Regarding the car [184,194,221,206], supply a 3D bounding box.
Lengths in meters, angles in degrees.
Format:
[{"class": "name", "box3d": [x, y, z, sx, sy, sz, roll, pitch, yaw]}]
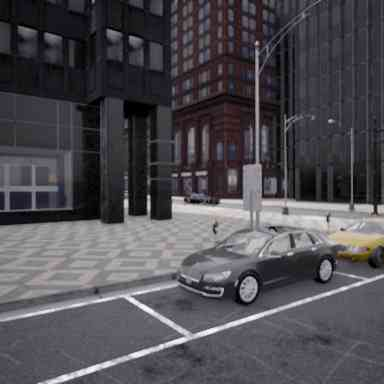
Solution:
[{"class": "car", "box3d": [1.107, 0.926, 37.707, 1.895, 1.301, 4.718, 0, 1, -36]}]

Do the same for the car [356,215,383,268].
[{"class": "car", "box3d": [6.054, 1.458, 10.991, 4.829, 1.417, 1.752, 0, 0, -36]}]

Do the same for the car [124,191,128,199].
[{"class": "car", "box3d": [-11.466, 0.480, 55.216, 1.812, 1.442, 4.674, 0, 1, -36]}]

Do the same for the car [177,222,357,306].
[{"class": "car", "box3d": [1.711, 1.516, 7.881, 4.403, 1.369, 2.008, 0, 0, -36]}]
